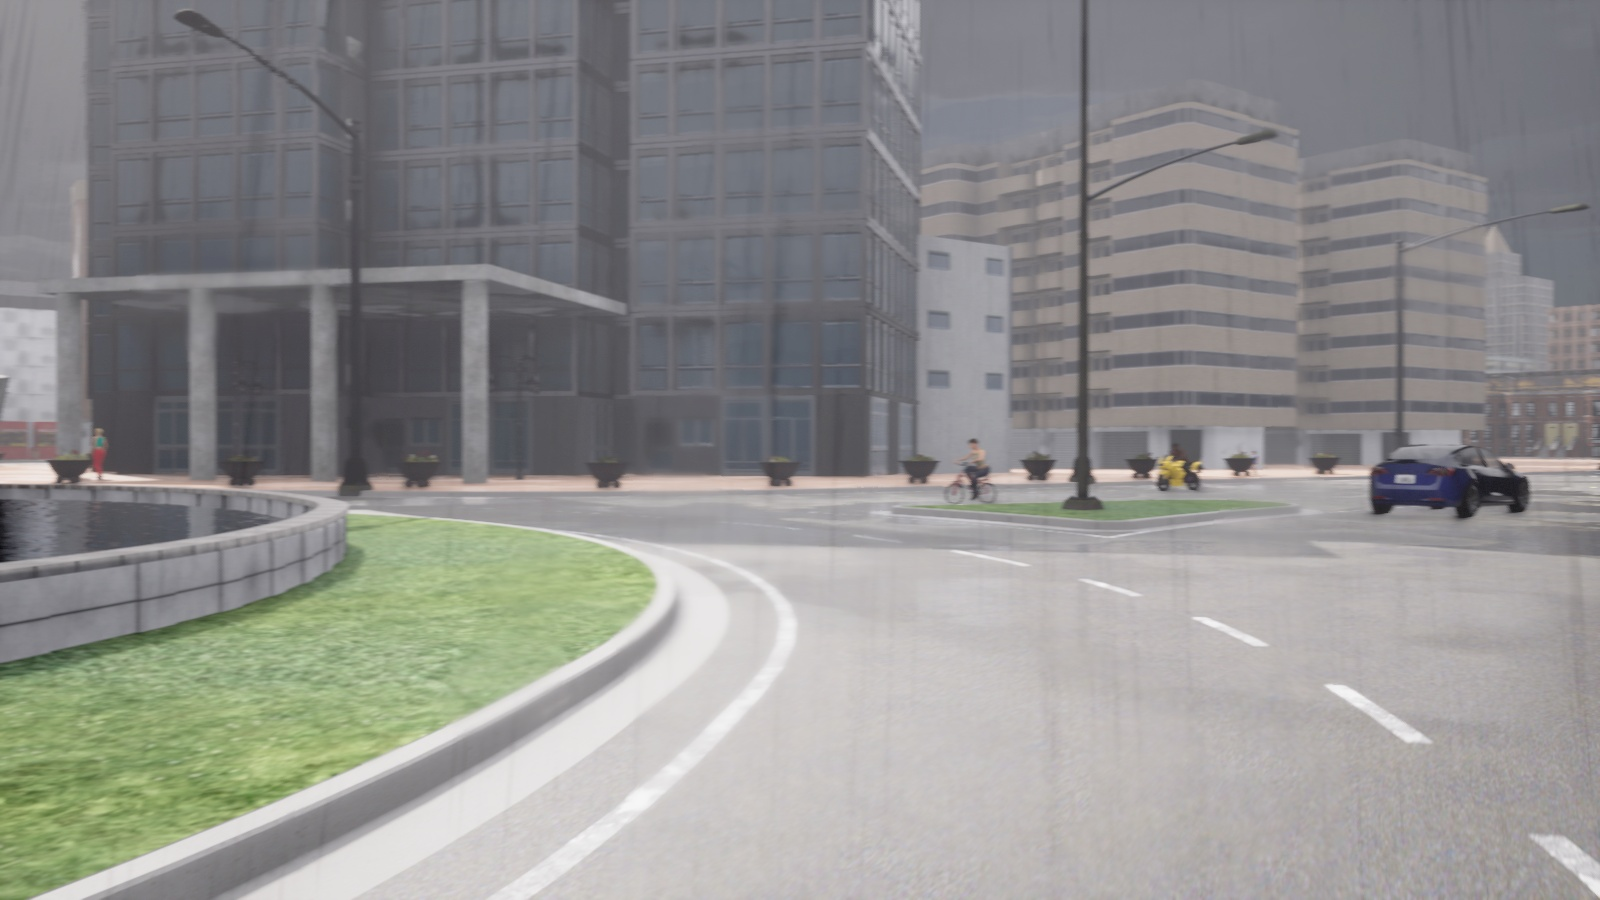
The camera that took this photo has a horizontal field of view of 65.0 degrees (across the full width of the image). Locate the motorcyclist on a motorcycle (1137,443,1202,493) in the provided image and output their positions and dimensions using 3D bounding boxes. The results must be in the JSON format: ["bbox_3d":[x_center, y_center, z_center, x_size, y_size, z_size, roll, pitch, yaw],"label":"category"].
[{"bbox_3d":[11.405,0.548,38.764,2.044,1.523,0.797,0,0,-34],"label":"motorcyclist on a motorcycle"}]

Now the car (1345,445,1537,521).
[{"bbox_3d":[13.860,0.643,27.046,4.792,1.488,2.163,0,0,-43],"label":"car"}]

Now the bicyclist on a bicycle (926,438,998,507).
[{"bbox_3d":[3.914,0.523,30.310,1.509,1.612,0.866,0,0,-27],"label":"bicyclist on a bicycle"}]

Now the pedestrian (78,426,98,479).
[{"bbox_3d":[-24.860,0.074,43.842,0.594,1.836,0.345,0,0,25],"label":"pedestrian"}]
